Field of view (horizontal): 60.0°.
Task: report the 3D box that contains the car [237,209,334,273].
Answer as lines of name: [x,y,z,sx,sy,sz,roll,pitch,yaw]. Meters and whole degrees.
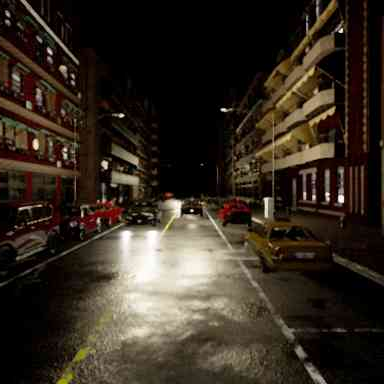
car: [2.684,1.453,10.212,1.752,1.417,4.829,0,0,0]

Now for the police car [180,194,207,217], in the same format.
police car: [-0.016,1.271,28.695,1.930,1.638,5.238,0,0,0]

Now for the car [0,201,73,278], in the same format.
car: [-5.695,1.245,10.039,2.192,1.841,5.009,0,0,0]

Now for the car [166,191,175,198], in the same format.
car: [-5.749,0.685,88.945,2.192,1.841,5.009,0,0,0]

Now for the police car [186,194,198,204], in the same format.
police car: [-0.034,1.167,57.496,2.038,1.542,4.974,0,1,0]

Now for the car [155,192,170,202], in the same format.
car: [-5.731,1.122,60.765,2.008,1.369,4.403,0,0,0]

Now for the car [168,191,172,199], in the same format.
car: [-5.735,1.082,66.402,2.008,1.369,4.403,0,0,0]

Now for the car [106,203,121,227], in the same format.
car: [-5.704,1.396,21.314,1.887,1.381,4.507,0,0,0]

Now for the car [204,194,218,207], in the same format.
car: [2.662,1.242,43.859,2.008,1.369,4.403,0,0,0]

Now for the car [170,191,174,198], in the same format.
car: [-5.742,0.995,77.674,1.887,1.381,4.507,0,0,0]

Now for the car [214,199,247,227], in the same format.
car: [2.677,1.395,21.315,1.887,1.381,4.507,0,0,0]

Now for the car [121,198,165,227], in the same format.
car: [-3.016,1.409,21.501,1.837,1.490,4.892,0,0,0]

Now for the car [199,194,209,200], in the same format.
car: [2.642,1.056,72.039,1.947,1.339,4.313,0,0,0]

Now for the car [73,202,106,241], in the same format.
car: [-5.700,1.330,15.676,1.967,1.590,4.097,0,0,0]

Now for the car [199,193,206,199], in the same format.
car: [2.635,0.991,83.312,1.802,1.307,4.206,0,0,0]
